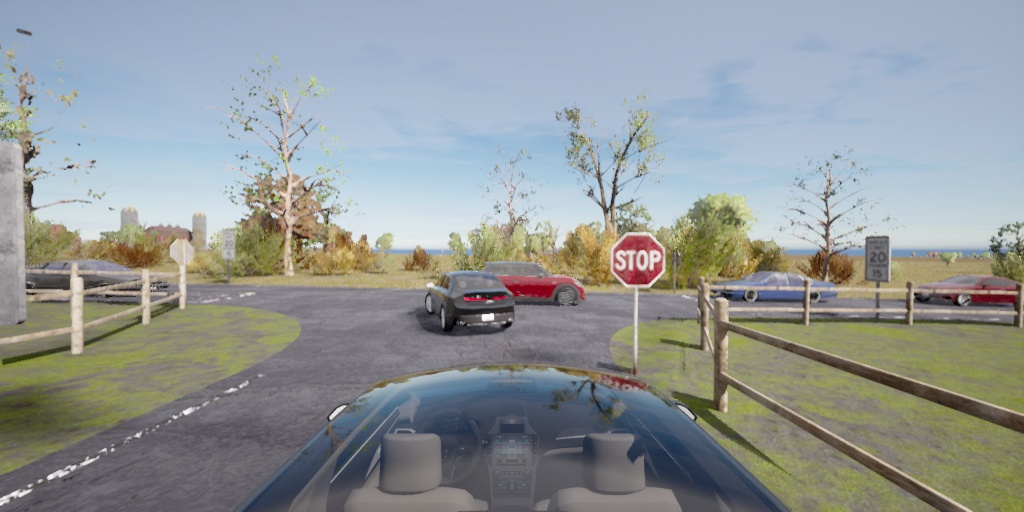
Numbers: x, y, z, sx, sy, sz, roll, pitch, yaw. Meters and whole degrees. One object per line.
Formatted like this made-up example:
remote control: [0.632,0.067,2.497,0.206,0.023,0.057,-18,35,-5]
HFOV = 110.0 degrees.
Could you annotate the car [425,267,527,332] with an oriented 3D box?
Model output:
car: [-1.398,1.201,10.835,1.837,1.490,4.892,0,0,-20]

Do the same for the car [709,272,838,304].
car: [12.804,1.493,17.648,5.357,1.411,2.033,1,1,-1]

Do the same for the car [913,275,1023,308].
car: [22.708,1.682,17.658,4.674,1.442,1.812,1,1,0]

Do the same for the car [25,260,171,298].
car: [-17.428,0.895,14.729,5.357,1.411,2.033,1,1,0]

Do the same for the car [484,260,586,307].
car: [0.681,1.032,14.737,4.553,1.767,2.097,1,0,0]
